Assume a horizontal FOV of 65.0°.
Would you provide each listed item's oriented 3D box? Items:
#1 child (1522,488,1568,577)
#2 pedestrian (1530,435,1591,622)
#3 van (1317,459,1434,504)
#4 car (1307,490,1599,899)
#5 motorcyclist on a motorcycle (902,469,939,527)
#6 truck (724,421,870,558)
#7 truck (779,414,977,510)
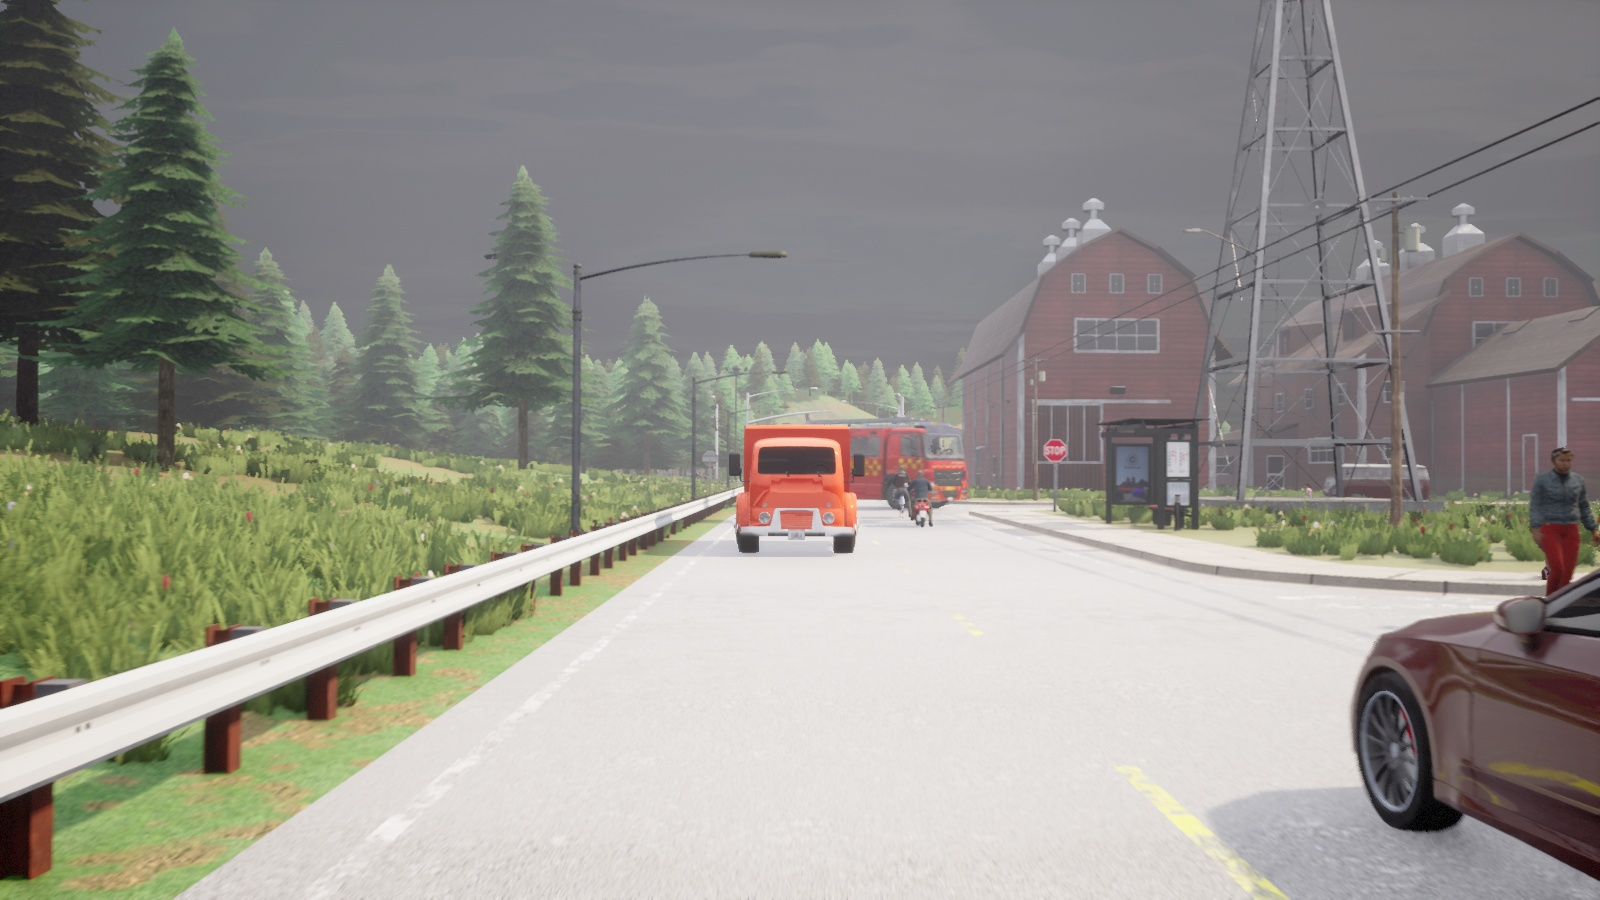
[{"bbox_3d":[9.923,1.090,16.723,0.473,1.160,0.299,0,-1,-25],"label":"child"},{"bbox_3d":[7.716,0.783,12.754,0.353,1.847,0.614,0,-1,15],"label":"pedestrian"},{"bbox_3d":[25.706,1.405,56.179,4.442,1.987,1.775,0,-1,-1],"label":"van"},{"bbox_3d":[3.490,0.894,4.037,1.812,1.442,4.674,0,-1,0],"label":"car"},{"bbox_3d":[3.414,1.351,35.651,0.866,1.590,1.817,0,-1,0],"label":"motorcyclist on a motorcycle"},{"bbox_3d":[-0.064,0.751,25.258,2.627,2.467,5.204,0,-1,0],"label":"truck"},{"bbox_3d":[3.223,0.538,53.821,8.468,3.827,2.891,-1,-1,42],"label":"truck"}]
